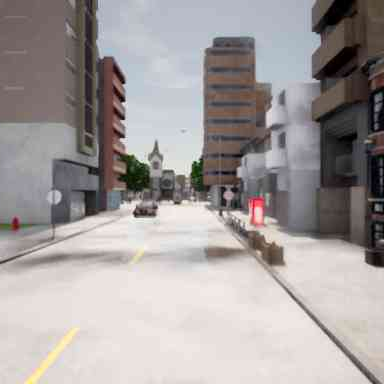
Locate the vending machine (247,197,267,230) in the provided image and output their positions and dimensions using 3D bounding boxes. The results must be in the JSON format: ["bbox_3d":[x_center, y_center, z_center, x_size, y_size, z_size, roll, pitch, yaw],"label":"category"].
[{"bbox_3d":[4.292,1.418,22.046,1.100,2.100,0.880,0,0,0],"label":"vending machine"}]

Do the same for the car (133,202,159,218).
[{"bbox_3d":[-4.119,1.569,30.320,1.994,1.385,4.181,0,0,0],"label":"car"}]
